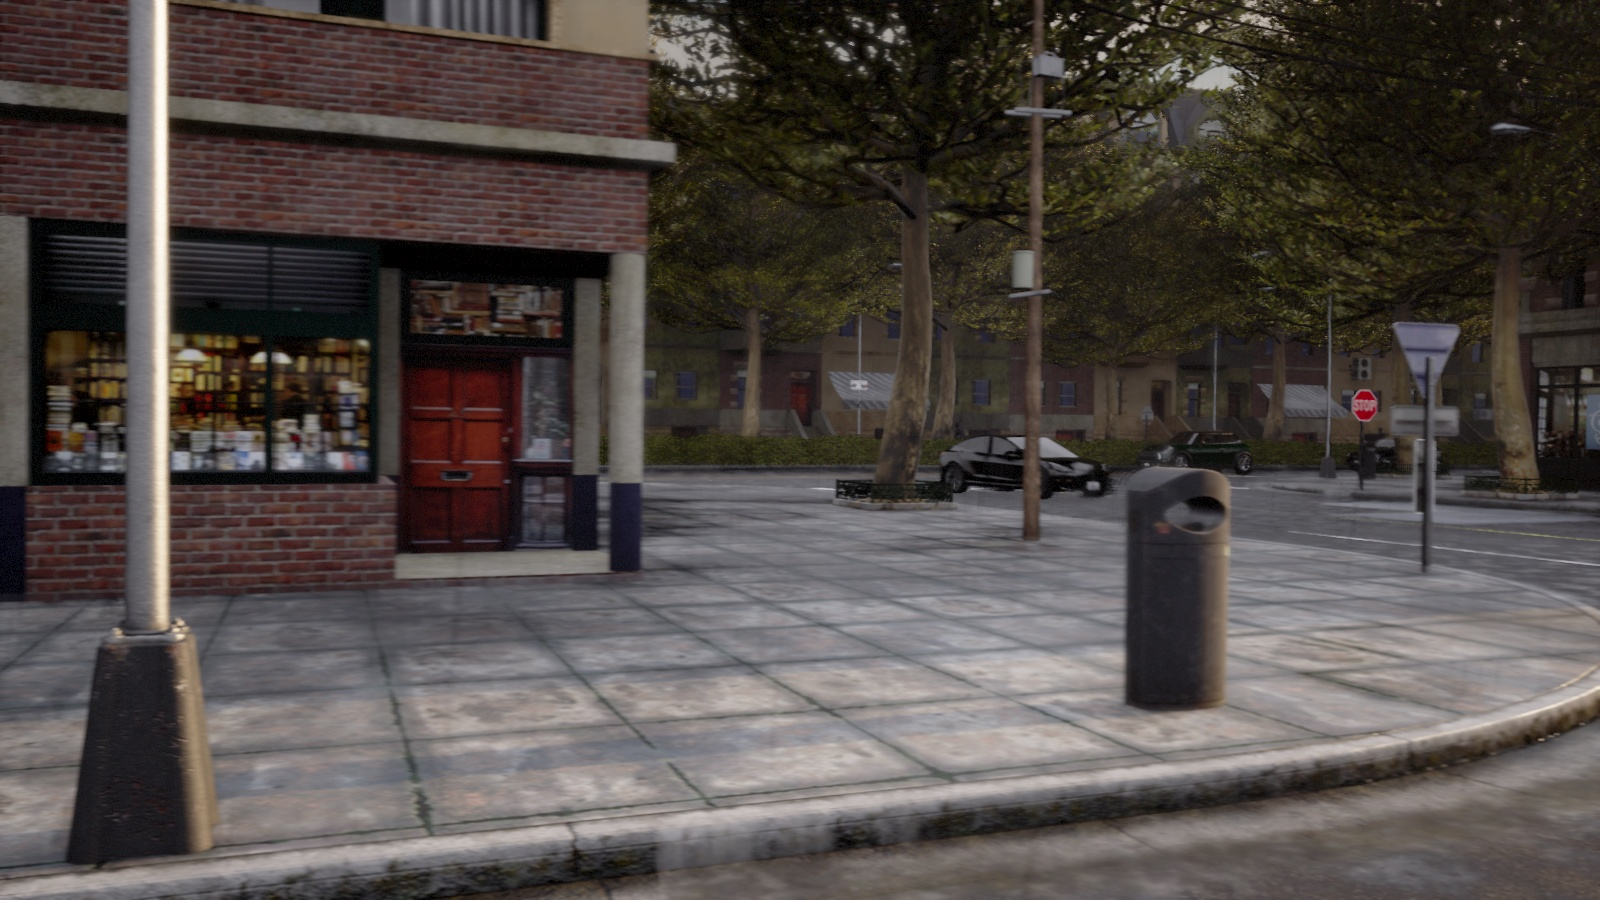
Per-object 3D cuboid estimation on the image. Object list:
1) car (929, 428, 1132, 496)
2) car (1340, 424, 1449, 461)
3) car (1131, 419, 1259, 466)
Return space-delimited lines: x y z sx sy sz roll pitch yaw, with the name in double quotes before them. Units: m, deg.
"car" 5.496 0.241 30.554 2.163 1.488 4.792 -1 1 -32
"car" 25.340 -0.333 53.540 4.193 1.474 1.816 -1 1 -21
"car" 15.674 -0.324 49.842 4.553 1.767 2.097 -1 1 -21
